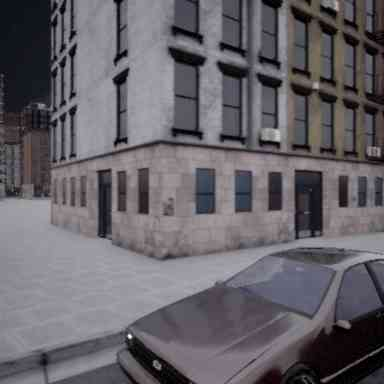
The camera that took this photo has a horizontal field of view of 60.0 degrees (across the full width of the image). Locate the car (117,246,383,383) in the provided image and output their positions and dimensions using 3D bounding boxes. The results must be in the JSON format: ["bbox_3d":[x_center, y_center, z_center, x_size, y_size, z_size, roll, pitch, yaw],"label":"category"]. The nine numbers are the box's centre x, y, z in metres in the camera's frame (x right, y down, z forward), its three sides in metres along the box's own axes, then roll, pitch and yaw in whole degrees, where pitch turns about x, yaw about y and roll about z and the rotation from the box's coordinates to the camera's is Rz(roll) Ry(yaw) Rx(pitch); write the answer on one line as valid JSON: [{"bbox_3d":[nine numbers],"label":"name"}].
[{"bbox_3d":[1.775,1.542,4.633,5.357,1.411,2.033,0,0,-35],"label":"car"}]
